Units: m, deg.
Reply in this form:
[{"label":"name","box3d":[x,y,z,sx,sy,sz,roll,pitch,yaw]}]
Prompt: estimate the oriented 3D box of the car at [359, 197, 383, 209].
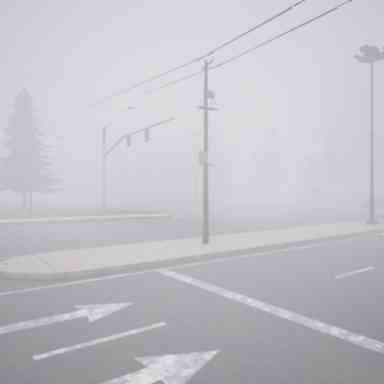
[{"label":"car","box3d":[25.240,1.434,46.185,4.553,1.767,2.097,0,0,-36]}]
